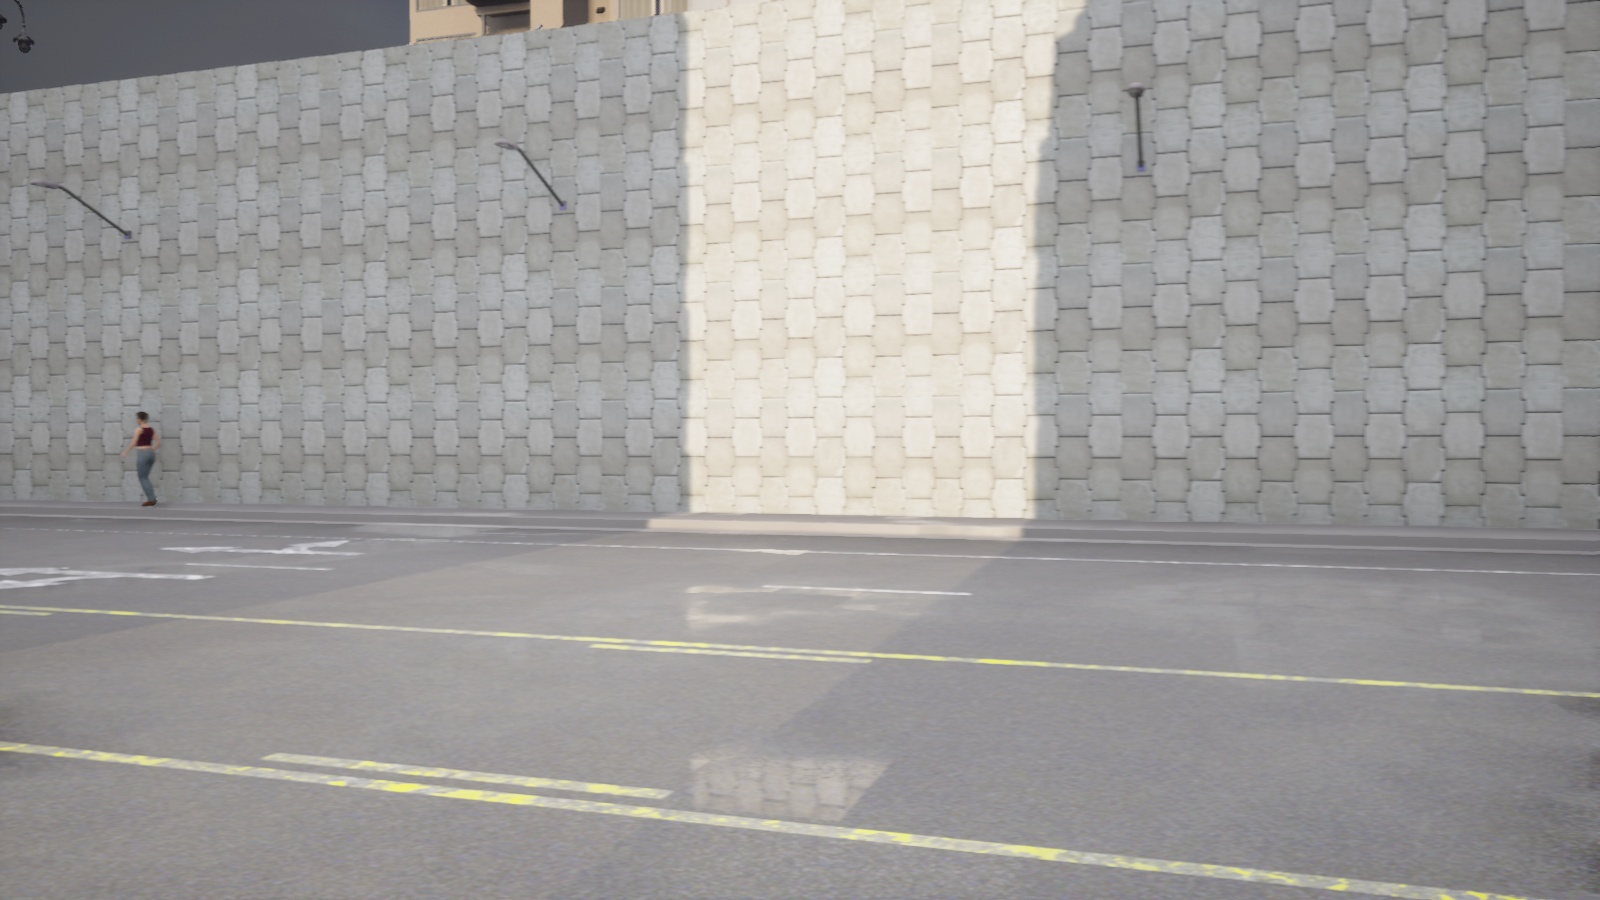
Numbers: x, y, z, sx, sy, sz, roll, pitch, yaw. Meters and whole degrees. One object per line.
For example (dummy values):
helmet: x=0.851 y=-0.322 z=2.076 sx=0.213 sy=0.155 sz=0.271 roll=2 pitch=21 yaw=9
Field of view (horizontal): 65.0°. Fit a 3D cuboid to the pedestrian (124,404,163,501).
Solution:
pedestrian: x=-12.549 y=0.046 z=23.995 sx=0.594 sy=1.836 sz=0.345 roll=1 pitch=1 yaw=19
